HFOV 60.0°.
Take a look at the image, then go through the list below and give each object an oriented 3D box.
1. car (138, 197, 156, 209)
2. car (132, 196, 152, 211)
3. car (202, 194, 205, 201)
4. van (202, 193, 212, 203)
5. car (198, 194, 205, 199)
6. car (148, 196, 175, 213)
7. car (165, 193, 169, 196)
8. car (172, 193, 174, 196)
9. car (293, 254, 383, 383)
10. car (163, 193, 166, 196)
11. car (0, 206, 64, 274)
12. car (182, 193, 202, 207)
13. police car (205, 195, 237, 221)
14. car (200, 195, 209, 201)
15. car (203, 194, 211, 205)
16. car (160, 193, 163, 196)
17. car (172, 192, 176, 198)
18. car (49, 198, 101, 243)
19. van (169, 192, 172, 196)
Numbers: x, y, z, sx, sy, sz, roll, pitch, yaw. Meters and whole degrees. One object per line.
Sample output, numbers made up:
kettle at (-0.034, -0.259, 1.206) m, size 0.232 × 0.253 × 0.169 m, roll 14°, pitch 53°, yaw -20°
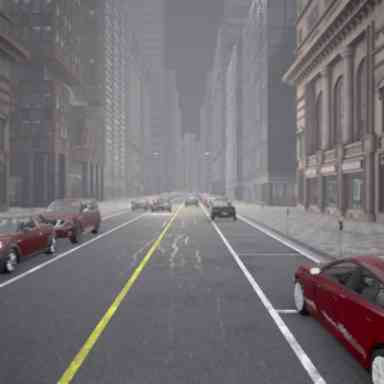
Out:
car at (-5.796, 1.355, 43.627) m, size 1.752 × 1.417 × 4.829 m, roll 0°, pitch 0°, yaw 0°
car at (-5.792, 1.432, 38.195) m, size 1.802 × 1.307 × 4.206 m, roll 0°, pitch 0°, yaw 0°
car at (2.725, 1.352, 49.415) m, size 1.887 × 1.381 × 4.507 m, roll 0°, pitch 0°, yaw 0°
van at (2.716, 1.106, 60.618) m, size 1.690 × 1.788 × 3.998 m, roll 0°, pitch 0°, yaw 0°
car at (2.688, 1.183, 94.231) m, size 1.887 × 1.381 × 4.507 m, roll 0°, pitch 0°, yaw 0°
car at (-3.124, 1.427, 34.793) m, size 1.994 × 1.385 × 4.181 m, roll 0°, pitch 0°, yaw 0°
car at (-5.810, 1.309, 60.603) m, size 1.887 × 1.381 × 4.507 m, roll 0°, pitch 0°, yaw 0°
car at (-5.824, 1.283, 77.408) m, size 1.802 × 1.307 × 4.206 m, roll 0°, pitch 0°, yaw 0°
car at (2.761, 1.526, 4.598) m, size 1.887 × 1.381 × 4.507 m, roll 0°, pitch 0°, yaw 0°
car at (-5.805, 1.331, 55.000) m, size 1.887 × 1.381 × 4.507 m, roll 0°, pitch 0°, yaw 0°
car at (-5.768, 1.399, 10.186) m, size 1.967 × 1.590 × 4.097 m, roll 0°, pitch 0°, yaw 0°
car at (-0.019, 1.309, 46.218) m, size 2.128 × 1.511 × 4.902 m, roll 0°, pitch 0°, yaw 0°
police car at (2.344, 1.320, 26.397) m, size 1.930 × 1.638 × 5.238 m, roll 0°, pitch 0°, yaw 0°
car at (2.706, 1.267, 71.823) m, size 1.887 × 1.381 × 4.507 m, roll 0°, pitch 0°, yaw 0°
car at (2.729, 1.354, 43.982) m, size 1.752 × 1.417 × 4.829 m, roll 0°, pitch 0°, yaw 0°
car at (-5.800, 1.247, 49.398) m, size 1.967 × 1.590 × 4.097 m, roll 0°, pitch 0°, yaw 0°
car at (-5.828, 1.120, 83.009) m, size 1.967 × 1.590 × 4.097 m, roll 0°, pitch 0°, yaw 0°
car at (-5.772, 1.252, 15.788) m, size 2.192 × 1.841 × 5.009 m, roll 0°, pitch 0°, yaw 0°
van at (-5.818, 1.063, 71.806) m, size 1.690 × 1.788 × 3.998 m, roll 0°, pitch 0°, yaw 0°
